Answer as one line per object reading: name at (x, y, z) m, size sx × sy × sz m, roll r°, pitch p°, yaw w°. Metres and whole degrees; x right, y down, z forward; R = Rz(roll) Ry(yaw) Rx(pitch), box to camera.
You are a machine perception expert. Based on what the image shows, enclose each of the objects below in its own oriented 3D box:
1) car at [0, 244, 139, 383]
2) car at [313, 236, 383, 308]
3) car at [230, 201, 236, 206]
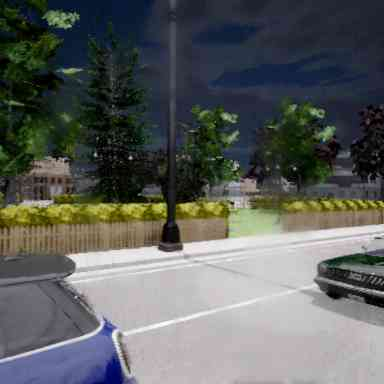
car at (-2.672, 1.334, 2.103) m, size 4.553 × 1.767 × 2.097 m, roll 1°, pitch 0°, yaw -35°
car at (4.825, 1.663, 7.396) m, size 4.718 × 1.301 × 1.895 m, roll 1°, pitch 0°, yaw -35°
car at (5.647, 1.835, 59.670) m, size 1.895 × 1.301 × 4.718 m, roll 1°, pitch 0°, yaw -35°
